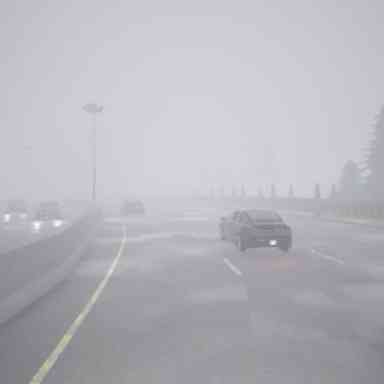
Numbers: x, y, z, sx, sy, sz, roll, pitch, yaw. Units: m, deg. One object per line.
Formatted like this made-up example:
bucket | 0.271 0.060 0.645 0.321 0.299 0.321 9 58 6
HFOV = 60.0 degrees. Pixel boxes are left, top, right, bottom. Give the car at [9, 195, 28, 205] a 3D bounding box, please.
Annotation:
car | -32.649 1.485 62.618 2.097 1.767 4.553 -1 0 -43

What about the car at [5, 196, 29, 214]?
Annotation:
car | -18.694 1.530 35.623 1.837 1.490 4.892 0 0 -25

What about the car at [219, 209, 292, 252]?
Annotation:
car | 2.397 1.444 13.583 1.837 1.490 4.892 0 0 -8

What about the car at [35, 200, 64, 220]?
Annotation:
car | -11.936 1.491 27.948 1.837 1.490 4.892 0 0 -19

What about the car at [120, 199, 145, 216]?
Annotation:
car | -5.854 1.430 32.309 2.128 1.511 4.902 0 0 -19
